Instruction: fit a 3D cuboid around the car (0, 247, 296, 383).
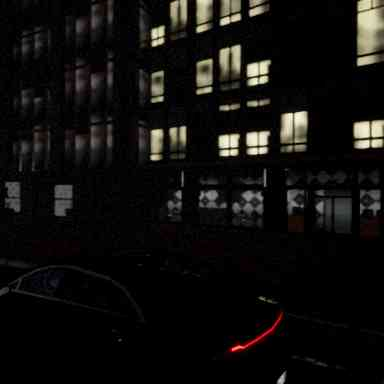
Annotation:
[{"bbox_3d":[-1.185,1.517,4.399,4.902,1.511,2.128,-1,0,35],"label":"car"}]
